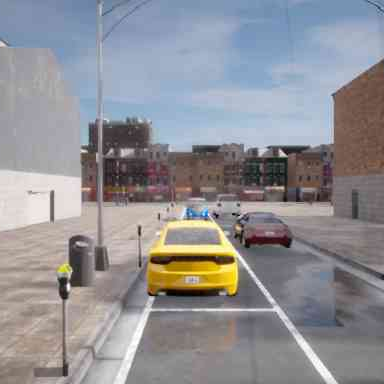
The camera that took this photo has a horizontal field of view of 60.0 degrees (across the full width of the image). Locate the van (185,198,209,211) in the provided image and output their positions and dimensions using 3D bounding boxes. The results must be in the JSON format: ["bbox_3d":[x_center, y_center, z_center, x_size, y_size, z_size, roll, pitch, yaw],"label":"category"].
[{"bbox_3d":[0.374,1.345,25.499,1.690,1.788,3.998,-1,0,0],"label":"van"}]

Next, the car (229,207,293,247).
[{"bbox_3d":[3.030,1.564,14.931,1.994,1.385,4.181,0,0,0],"label":"car"}]

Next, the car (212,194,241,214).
[{"bbox_3d":[3.022,1.223,29.642,2.150,2.045,5.566,0,0,0],"label":"car"}]

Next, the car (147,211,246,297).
[{"bbox_3d":[0.006,1.477,8.651,1.882,1.535,5.008,0,0,0],"label":"car"}]
